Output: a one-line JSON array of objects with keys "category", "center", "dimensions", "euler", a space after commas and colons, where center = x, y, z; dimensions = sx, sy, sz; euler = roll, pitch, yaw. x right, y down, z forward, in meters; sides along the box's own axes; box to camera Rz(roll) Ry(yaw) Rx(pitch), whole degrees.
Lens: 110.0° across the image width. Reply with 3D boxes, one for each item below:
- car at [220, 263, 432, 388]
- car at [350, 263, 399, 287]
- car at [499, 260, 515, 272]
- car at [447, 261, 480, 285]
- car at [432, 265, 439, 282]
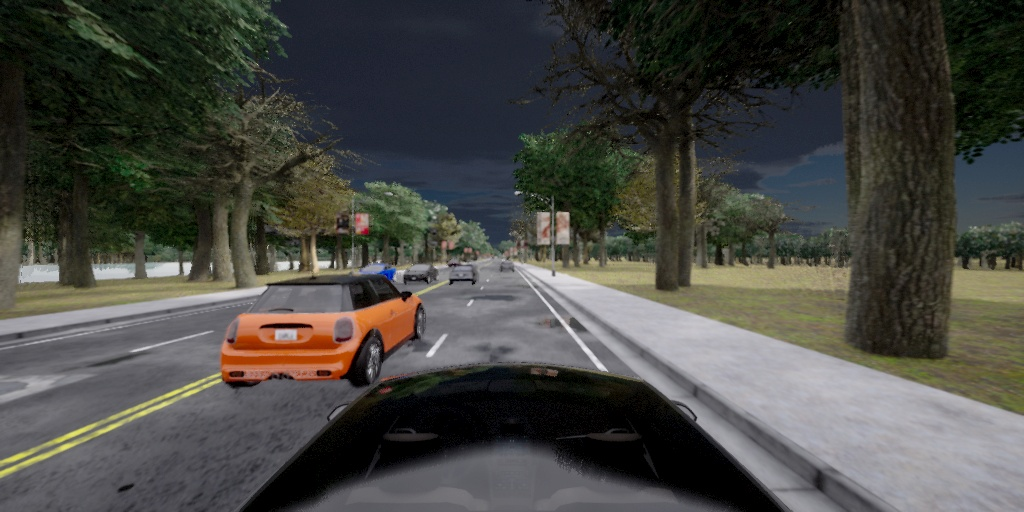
[{"category": "car", "center": [-3.203, 1.127, 7.161], "dimensions": [2.097, 1.767, 4.553], "euler": [0, 0, -1]}, {"category": "car", "center": [-10.197, 1.333, 27.042], "dimensions": [1.882, 1.535, 5.008], "euler": [0, 0, -1]}, {"category": "car", "center": [-0.666, 1.349, 49.238], "dimensions": [2.128, 1.511, 4.902], "euler": [0, 0, -1]}, {"category": "car", "center": [-3.492, 1.354, 26.771], "dimensions": [2.033, 1.411, 5.357], "euler": [0, 0, -1]}, {"category": "car", "center": [-6.957, 1.311, 27.729], "dimensions": [1.882, 1.535, 5.008], "euler": [0, 0, -1]}]
